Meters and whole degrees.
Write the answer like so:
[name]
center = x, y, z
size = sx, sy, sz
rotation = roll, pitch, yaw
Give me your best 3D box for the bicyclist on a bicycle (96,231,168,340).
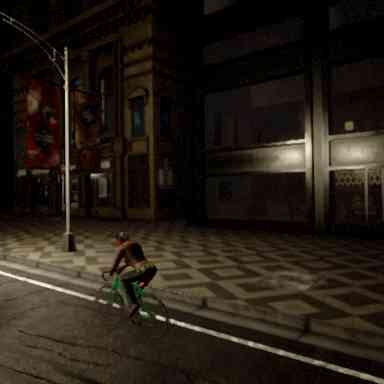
[bicyclist on a bicycle]
center = -1.020, 1.466, 5.389
size = 1.656, 1.620, 0.582
rotation = -1, 0, 35
